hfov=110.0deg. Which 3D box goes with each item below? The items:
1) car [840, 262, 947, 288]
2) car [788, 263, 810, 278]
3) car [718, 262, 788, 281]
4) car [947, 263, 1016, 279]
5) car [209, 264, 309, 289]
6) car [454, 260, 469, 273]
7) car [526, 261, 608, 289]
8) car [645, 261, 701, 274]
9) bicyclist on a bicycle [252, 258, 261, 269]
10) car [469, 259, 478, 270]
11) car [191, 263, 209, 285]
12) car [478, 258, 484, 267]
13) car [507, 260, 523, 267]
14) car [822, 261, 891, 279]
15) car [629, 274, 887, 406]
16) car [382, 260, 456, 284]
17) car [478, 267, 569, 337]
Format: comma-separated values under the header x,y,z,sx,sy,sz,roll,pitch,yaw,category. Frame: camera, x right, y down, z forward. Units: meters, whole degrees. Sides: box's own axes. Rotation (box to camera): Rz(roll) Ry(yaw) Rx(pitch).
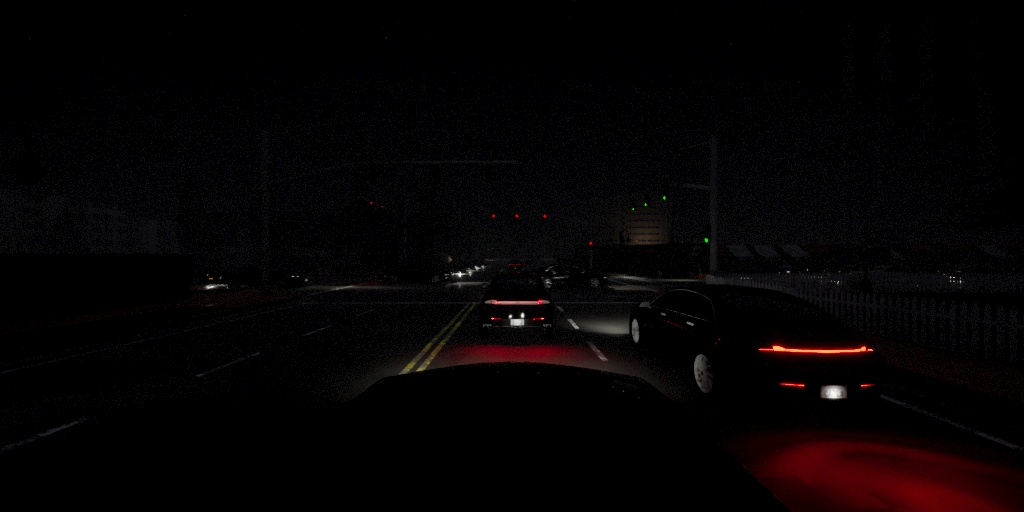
x,y,z,sx,sy,sz,roll,pitch,yaw,category
24.221,1.275,22.867,4.674,1.442,1.812,0,0,-1,car
24.675,1.297,33.576,5.357,1.411,2.033,0,0,-1,car
19.629,1.241,29.981,4.902,1.511,2.128,0,0,-1,car
38.889,1.276,30.322,4.674,1.442,1.812,0,0,-1,car
-15.333,1.241,22.351,4.902,1.511,2.128,0,0,-2,car
-6.823,1.255,44.317,1.837,1.490,4.892,0,0,0,car
3.509,1.255,22.562,4.892,1.490,1.837,0,0,0,car
14.936,1.255,33.460,4.892,1.490,1.837,0,0,1,car
-26.157,1.051,36.812,0.582,1.620,1.656,0,0,-3,bicyclist on a bicycle
-6.751,1.275,54.140,1.812,1.442,4.674,0,0,1,car
-23.177,1.253,25.607,4.892,1.490,1.837,0,0,-1,car
-6.643,1.314,64.183,1.994,1.385,4.181,0,0,1,car
0.401,1.255,46.951,1.837,1.490,4.892,0,0,0,car
28.890,1.276,30.144,4.674,1.442,1.812,0,0,-1,car
3.589,1.255,6.383,1.837,1.490,4.892,0,0,1,car
-6.862,1.256,26.058,4.892,1.490,1.837,0,0,-1,car
0.134,1.241,10.289,2.128,1.511,4.902,0,0,0,car
